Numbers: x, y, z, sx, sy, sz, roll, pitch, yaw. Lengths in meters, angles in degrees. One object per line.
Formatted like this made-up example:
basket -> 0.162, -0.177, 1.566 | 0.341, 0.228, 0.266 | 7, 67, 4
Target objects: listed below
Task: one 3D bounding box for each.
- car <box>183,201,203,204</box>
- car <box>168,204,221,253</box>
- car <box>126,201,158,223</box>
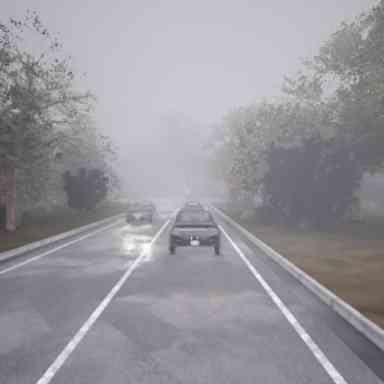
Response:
car -> 0.097, 1.469, 29.363 | 1.994, 1.385, 4.181 | 0, 0, 0
car -> 0.097, 1.453, 13.390 | 2.128, 1.511, 4.902 | 0, 0, 0
car -> -3.599, 1.414, 24.459 | 2.128, 1.511, 4.902 | 0, 0, 0
